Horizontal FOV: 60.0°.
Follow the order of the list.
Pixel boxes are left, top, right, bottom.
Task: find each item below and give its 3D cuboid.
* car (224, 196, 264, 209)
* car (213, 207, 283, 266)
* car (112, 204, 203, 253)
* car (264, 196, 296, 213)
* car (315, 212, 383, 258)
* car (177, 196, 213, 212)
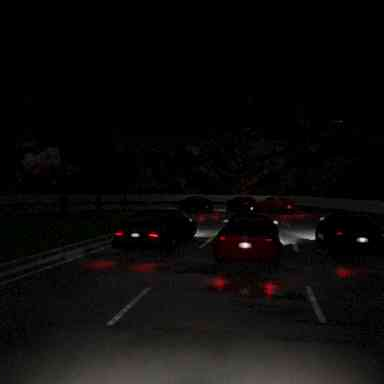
[{"bbox_3d":[4.607,1.176,31.492,1.837,1.490,4.892,1,0,-15],"label":"car"},{"bbox_3d":[1.961,1.446,11.296,1.994,1.385,4.181,0,1,13],"label":"car"},{"bbox_3d":[-1.218,1.410,13.106,2.033,1.411,5.357,0,1,14],"label":"car"},{"bbox_3d":[8.018,1.143,32.058,1.882,1.535,5.008,0,0,-15],"label":"car"},{"bbox_3d":[5.779,1.435,12.250,1.994,1.385,4.181,0,1,14],"label":"car"},{"bbox_3d":[0.172,1.138,32.579,1.882,1.535,5.008,1,0,-28],"label":"car"}]
